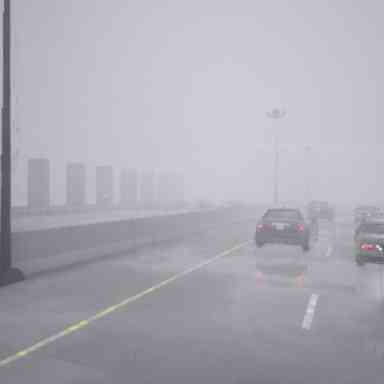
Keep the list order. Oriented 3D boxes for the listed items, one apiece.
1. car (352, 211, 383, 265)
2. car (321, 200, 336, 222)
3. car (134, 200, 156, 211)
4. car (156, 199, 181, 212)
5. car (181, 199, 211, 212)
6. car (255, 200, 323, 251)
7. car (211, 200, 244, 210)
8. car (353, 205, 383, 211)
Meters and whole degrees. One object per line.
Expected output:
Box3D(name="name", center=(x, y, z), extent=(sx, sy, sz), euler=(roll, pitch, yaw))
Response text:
Box3D(name="car", center=(6.582, 1.598, 11.355), extent=(2.033, 1.411, 5.357), euler=(0, 0, 26))
Box3D(name="car", center=(10.890, 1.463, 28.087), extent=(2.097, 1.767, 4.553), euler=(0, 0, 27))
Box3D(name="car", center=(-5.439, 1.721, 42.622), extent=(1.895, 1.301, 4.718), euler=(0, 0, 26))
Box3D(name="car", center=(-2.070, 1.625, 41.656), extent=(1.837, 1.490, 4.892), euler=(0, 1, 27))
Box3D(name="car", center=(1.072, 1.616, 40.117), extent=(2.128, 1.511, 4.902), euler=(0, 0, 27))
Box3D(name="car", center=(4.339, 1.407, 14.703), extent=(2.097, 1.767, 4.553), euler=(0, 0, 26))
Box3D(name="car", center=(4.631, 1.679, 39.256), extent=(2.033, 1.411, 5.357), euler=(0, 0, 28))
Box3D(name="car", center=(13.086, 1.654, 24.675), extent=(2.033, 1.411, 5.357), euler=(0, 0, 27))
